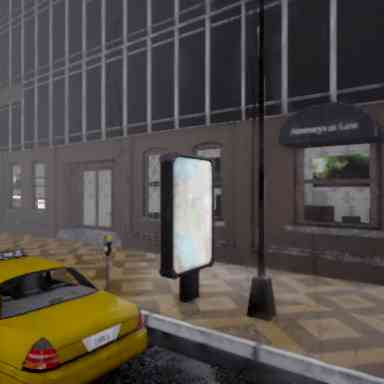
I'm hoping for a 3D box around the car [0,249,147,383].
[{"bbox_3d":[-2.836,1.522,4.897,4.829,1.417,1.752,0,0,36],"label":"car"}]
